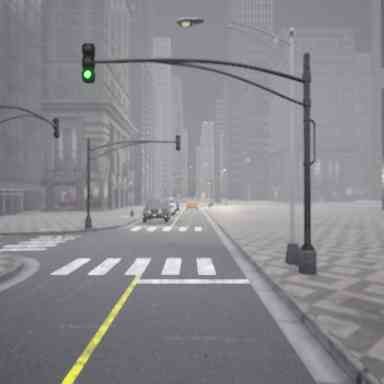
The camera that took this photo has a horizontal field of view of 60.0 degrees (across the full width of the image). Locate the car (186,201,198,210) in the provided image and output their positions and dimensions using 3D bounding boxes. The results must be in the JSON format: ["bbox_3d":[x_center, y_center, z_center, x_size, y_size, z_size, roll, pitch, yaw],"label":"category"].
[{"bbox_3d":[0.004,2.163,54.788,1.882,1.535,5.008,0,-1,0],"label":"car"}]

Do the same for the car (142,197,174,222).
[{"bbox_3d":[-3.093,1.592,30.114,2.150,2.045,5.566,0,-1,0],"label":"car"}]

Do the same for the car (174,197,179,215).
[{"bbox_3d":[-3.094,1.724,40.561,2.150,2.045,5.566,0,-1,0],"label":"car"}]
